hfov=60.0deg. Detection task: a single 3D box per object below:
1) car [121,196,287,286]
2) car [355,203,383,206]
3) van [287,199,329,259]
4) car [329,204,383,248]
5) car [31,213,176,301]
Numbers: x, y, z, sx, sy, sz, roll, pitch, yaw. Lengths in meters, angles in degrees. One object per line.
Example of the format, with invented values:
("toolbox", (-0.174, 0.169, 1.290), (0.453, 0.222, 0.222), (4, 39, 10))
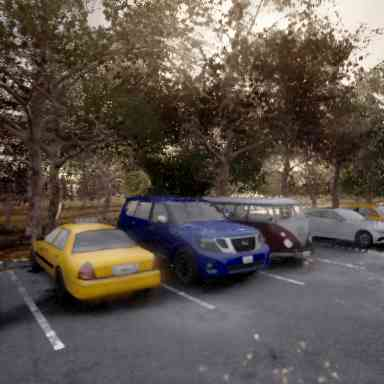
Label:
("car", (-0.330, 1.157, 9.771), (2.435, 2.045, 5.566), (0, 1, -35))
("car", (8.733, 1.375, 16.249), (2.097, 1.535, 5.008), (0, 1, -35))
("van", (1.992, 1.175, 11.312), (1.878, 1.987, 4.442), (0, 1, -35))
("car", (6.464, 1.424, 14.635), (2.002, 1.452, 4.674), (0, 1, -35))
("car", (-2.725, 1.412, 8.335), (1.946, 1.575, 5.366), (0, 1, -35))
